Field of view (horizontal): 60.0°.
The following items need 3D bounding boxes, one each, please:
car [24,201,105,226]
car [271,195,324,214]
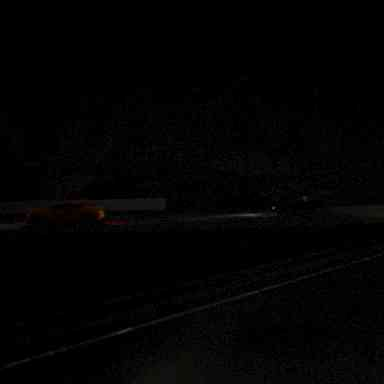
[{"bbox_3d":[-8.399,1.379,22.122,5.008,1.535,1.882,-1,1,-9],"label":"car"},{"bbox_3d":[9.207,1.068,29.024,4.902,1.511,2.128,-1,1,-21],"label":"car"}]
